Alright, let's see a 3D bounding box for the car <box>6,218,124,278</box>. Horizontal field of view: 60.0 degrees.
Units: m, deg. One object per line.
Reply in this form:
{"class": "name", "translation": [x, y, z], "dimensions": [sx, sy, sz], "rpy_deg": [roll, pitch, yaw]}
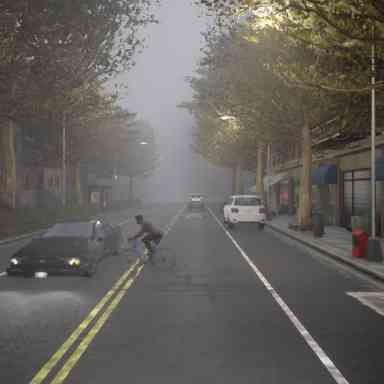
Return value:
{"class": "car", "translation": [-3.491, 1.547, 10.416], "dimensions": [2.033, 1.411, 5.357], "rpy_deg": [0, 0, 1]}

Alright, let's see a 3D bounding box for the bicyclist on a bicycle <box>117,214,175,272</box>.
{"class": "bicyclist on a bicycle", "translation": [-1.302, 1.455, 9.351], "dimensions": [1.656, 1.620, 0.582], "rpy_deg": [-2, 0, 1]}

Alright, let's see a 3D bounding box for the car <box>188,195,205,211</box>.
{"class": "car", "translation": [0.537, 1.491, 40.428], "dimensions": [2.128, 1.511, 4.902], "rpy_deg": [0, 0, 1]}

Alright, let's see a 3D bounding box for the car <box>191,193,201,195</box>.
{"class": "car", "translation": [0.617, 1.221, 50.859], "dimensions": [2.150, 2.045, 5.566], "rpy_deg": [0, 0, 1]}

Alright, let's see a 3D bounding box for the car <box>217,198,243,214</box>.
{"class": "car", "translation": [4.040, 1.481, 36.030], "dimensions": [2.231, 1.521, 4.892], "rpy_deg": [0, 0, 1]}

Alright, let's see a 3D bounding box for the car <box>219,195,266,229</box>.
{"class": "car", "translation": [3.290, 1.229, 21.672], "dimensions": [2.435, 2.045, 5.566], "rpy_deg": [0, 0, 1]}
